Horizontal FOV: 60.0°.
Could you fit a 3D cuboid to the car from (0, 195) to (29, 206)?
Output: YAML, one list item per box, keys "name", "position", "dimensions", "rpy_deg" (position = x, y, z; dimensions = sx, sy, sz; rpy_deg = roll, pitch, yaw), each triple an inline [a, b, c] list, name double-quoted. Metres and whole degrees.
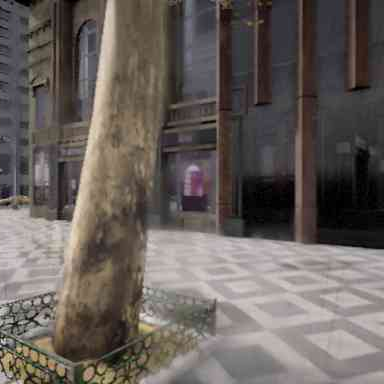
- name: "car"
  position: [-24.042, 1.120, 45.462]
  dimensions: [1.752, 1.417, 4.829]
  rpy_deg: [1, 2, 36]
